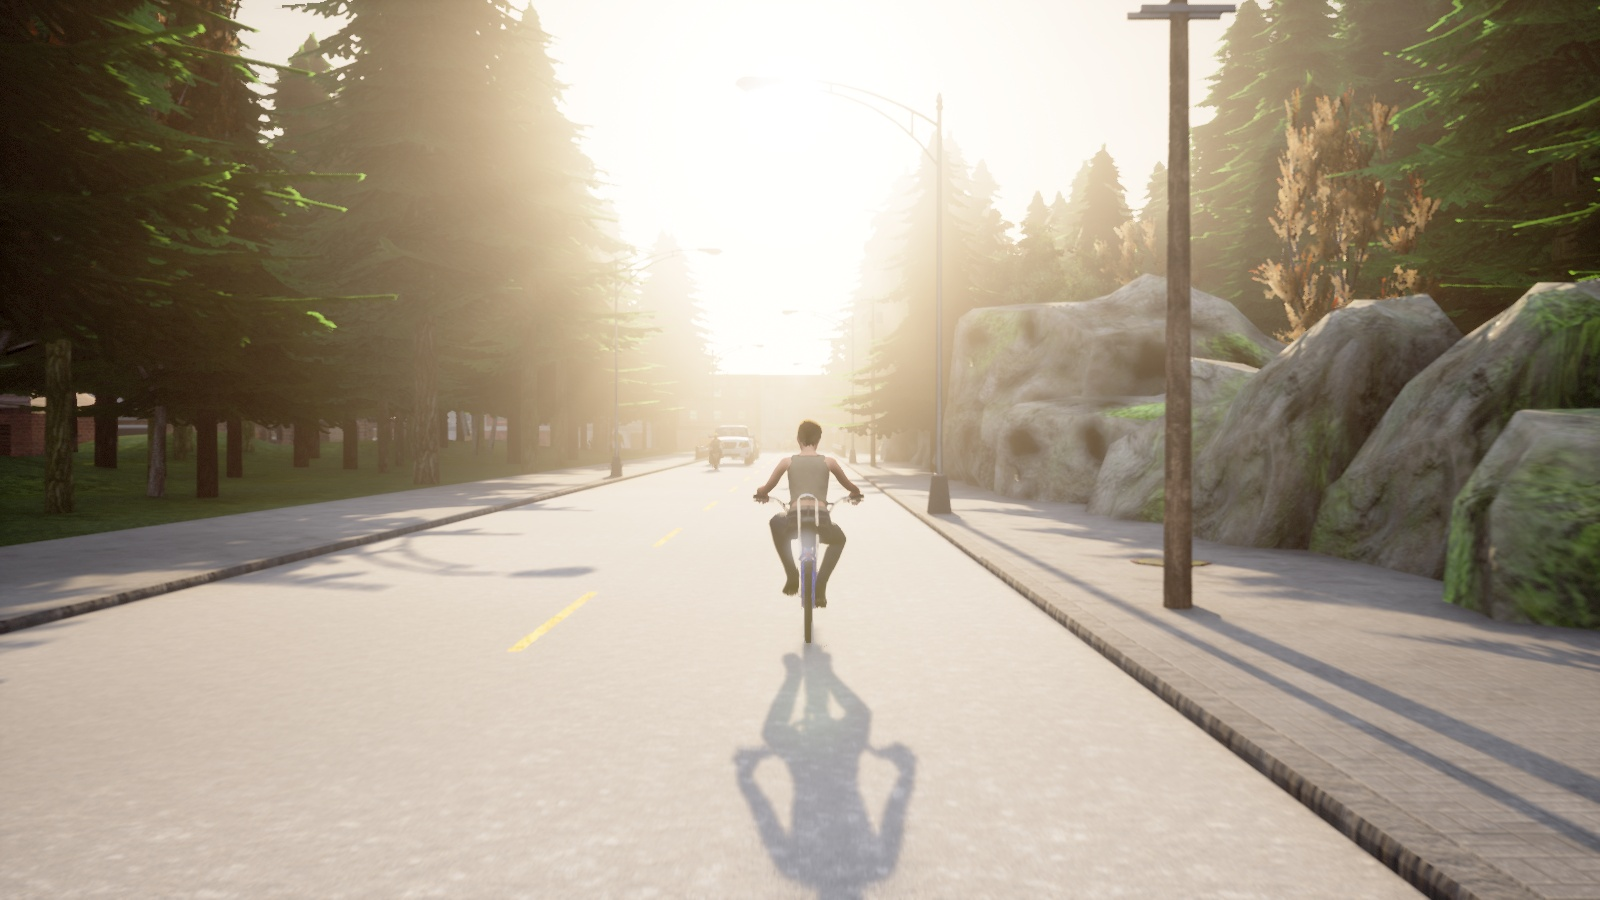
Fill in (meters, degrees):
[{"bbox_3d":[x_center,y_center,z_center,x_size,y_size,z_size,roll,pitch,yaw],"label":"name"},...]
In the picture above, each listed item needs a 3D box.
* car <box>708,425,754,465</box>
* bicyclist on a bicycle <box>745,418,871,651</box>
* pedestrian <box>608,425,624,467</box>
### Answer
[{"bbox_3d":[-3.611,-0.304,66.633,2.150,2.045,5.566,0,1,0],"label":"car"},{"bbox_3d":[0.064,0.574,9.429,0.866,1.612,1.509,0,1,1],"label":"bicyclist on a bicycle"},{"bbox_3d":[-8.145,-0.189,55.672,0.354,1.836,0.706,0,1,30],"label":"pedestrian"}]
